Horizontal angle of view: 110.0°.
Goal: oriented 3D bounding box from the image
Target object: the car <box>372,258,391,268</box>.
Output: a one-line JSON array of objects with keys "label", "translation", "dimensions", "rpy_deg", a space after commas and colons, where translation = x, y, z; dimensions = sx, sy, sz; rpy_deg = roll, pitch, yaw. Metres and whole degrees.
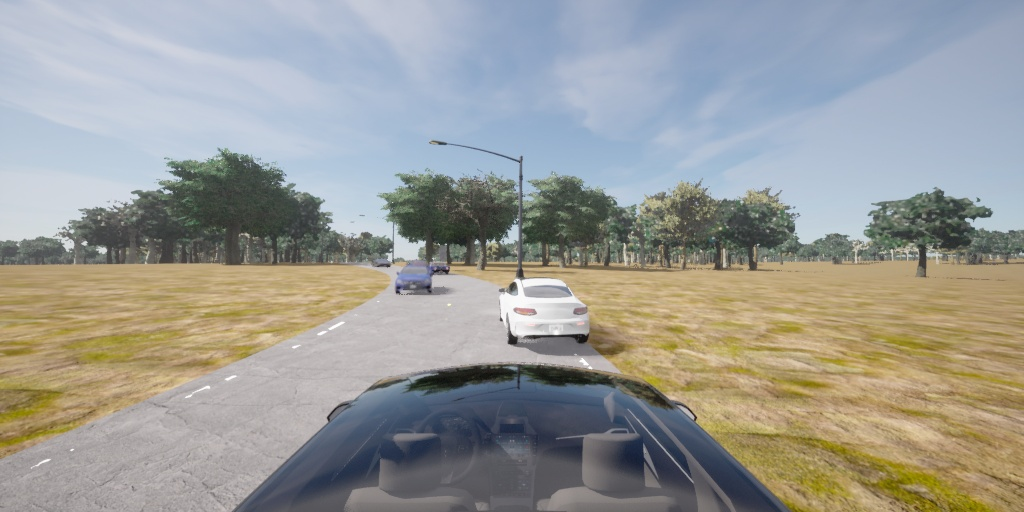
[{"label": "car", "translation": [-18.775, 1.024, 51.524], "dimensions": [2.033, 1.411, 5.357], "rpy_deg": [1, 0, -30]}]

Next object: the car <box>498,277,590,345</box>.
[{"label": "car", "translation": [0.665, 1.277, 9.483], "dimensions": [1.812, 1.442, 4.674], "rpy_deg": [0, 0, -5]}]

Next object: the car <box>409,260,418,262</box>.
[{"label": "car", "translation": [-12.234, 1.139, 46.434], "dimensions": [1.994, 1.385, 4.181], "rpy_deg": [1, 0, -30]}]

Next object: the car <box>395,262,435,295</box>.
[{"label": "car", "translation": [-5.359, 1.237, 19.883], "dimensions": [1.812, 1.442, 4.674], "rpy_deg": [0, 0, -13]}]

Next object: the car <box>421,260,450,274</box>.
[{"label": "car", "translation": [-7.993, 1.246, 37.928], "dimensions": [1.895, 1.301, 4.718], "rpy_deg": [1, 0, -24]}]
